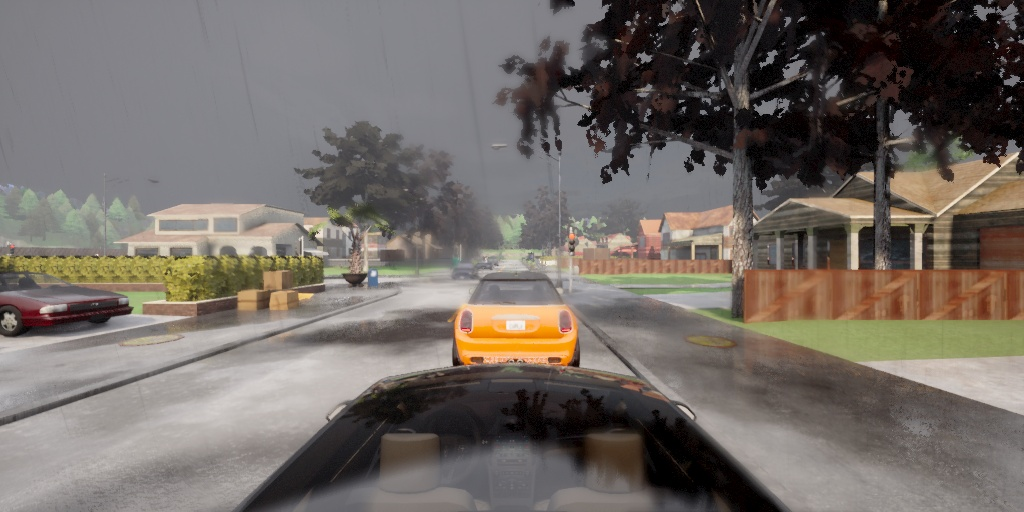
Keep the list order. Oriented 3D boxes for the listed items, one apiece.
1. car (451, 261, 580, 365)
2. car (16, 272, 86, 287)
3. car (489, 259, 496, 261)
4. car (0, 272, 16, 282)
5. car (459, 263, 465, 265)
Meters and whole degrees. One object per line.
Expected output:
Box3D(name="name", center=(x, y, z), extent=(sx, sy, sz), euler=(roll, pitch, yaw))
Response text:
Box3D(name="car", center=(0.097, 1.102, 7.738), extent=(2.097, 1.767, 4.553), euler=(0, 0, 1))
Box3D(name="car", center=(-33.173, 1.314, 26.614), extent=(4.181, 1.385, 1.994), euler=(0, 0, 1))
Box3D(name="car", center=(-3.696, 1.313, 48.673), extent=(1.994, 1.385, 4.181), euler=(0, 0, 1))
Box3D(name="car", center=(-44.126, 1.102, 30.816), extent=(4.553, 1.767, 2.097), euler=(0, 0, 1))
Box3D(name="car", center=(-3.855, 1.298, 30.518), extent=(2.033, 1.411, 5.357), euler=(0, 0, 0))
